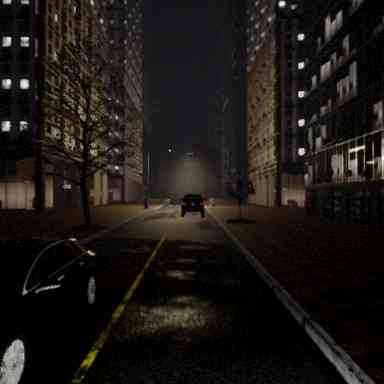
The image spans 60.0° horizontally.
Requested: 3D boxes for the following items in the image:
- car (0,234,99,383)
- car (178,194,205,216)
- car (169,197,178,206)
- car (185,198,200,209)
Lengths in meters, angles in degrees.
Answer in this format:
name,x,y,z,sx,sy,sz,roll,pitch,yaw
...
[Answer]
name,x,y,z,sx,sy,sz,roll,pitch,yaw
car,-2.853,1.509,5.112,1.837,1.490,4.892,0,0,0
car,0.083,1.233,32.337,2.150,2.045,5.566,0,-1,0
car,-2.850,1.573,57.367,2.033,1.411,5.357,0,0,1
car,0.057,1.585,45.706,1.994,1.385,4.181,0,0,0
